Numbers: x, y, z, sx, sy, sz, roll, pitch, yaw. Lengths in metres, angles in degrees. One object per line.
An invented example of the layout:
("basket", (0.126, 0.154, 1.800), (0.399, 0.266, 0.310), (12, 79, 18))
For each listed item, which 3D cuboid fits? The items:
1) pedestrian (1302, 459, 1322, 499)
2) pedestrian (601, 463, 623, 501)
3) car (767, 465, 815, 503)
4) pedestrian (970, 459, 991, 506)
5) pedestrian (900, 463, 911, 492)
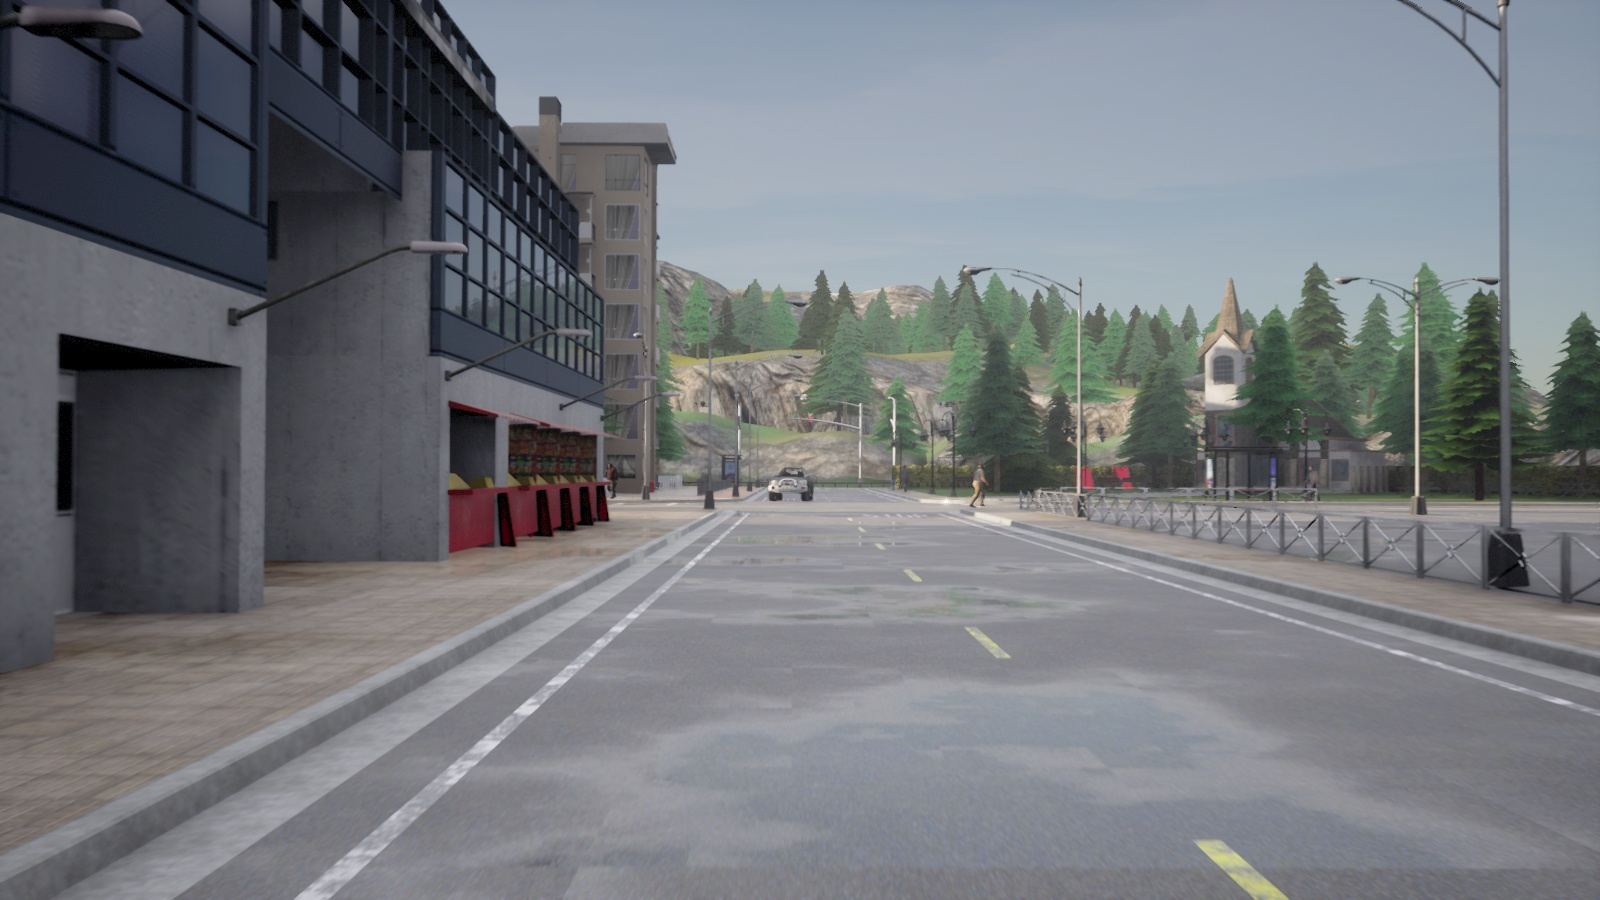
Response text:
("pedestrian", (25.175, 1.419, 61.784), (0.788, 1.949, 0.423), (0, -1, -3))
("pedestrian", (-9.269, 1.559, 61.903), (0.899, 1.844, 0.634), (0, -1, -36))
("car", (-0.400, 1.713, 64.418), (1.932, 1.855, 4.605), (0, -1, 6))
("pedestrian", (7.069, 1.276, 49.188), (0.694, 1.848, 0.540), (0, -1, -6))
("pedestrian", (7.244, 1.895, 86.515), (0.659, 1.952, 0.873), (0, -1, -2))
